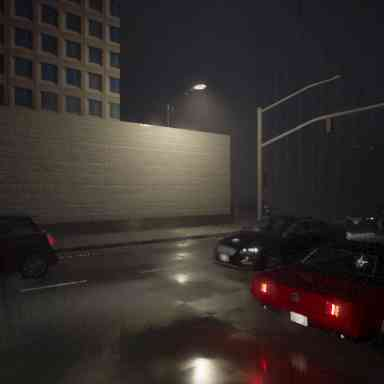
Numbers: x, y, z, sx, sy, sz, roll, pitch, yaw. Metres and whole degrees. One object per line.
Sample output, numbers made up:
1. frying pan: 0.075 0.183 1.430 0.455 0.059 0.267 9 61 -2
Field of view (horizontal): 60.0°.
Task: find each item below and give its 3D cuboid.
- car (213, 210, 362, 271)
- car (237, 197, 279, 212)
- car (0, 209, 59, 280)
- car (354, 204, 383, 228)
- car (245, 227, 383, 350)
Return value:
1. car: 2.858 1.491 10.316 4.902 1.511 2.128 0 0 -35
2. car: 6.813 1.407 34.686 2.097 1.767 4.553 0 0 -35
3. car: -5.906 1.352 8.380 4.553 1.767 2.097 0 0 -35
4. car: 11.563 1.518 20.799 4.902 1.511 2.128 0 0 -35
5. car: 3.418 1.601 6.225 4.718 1.301 1.895 0 0 -35
